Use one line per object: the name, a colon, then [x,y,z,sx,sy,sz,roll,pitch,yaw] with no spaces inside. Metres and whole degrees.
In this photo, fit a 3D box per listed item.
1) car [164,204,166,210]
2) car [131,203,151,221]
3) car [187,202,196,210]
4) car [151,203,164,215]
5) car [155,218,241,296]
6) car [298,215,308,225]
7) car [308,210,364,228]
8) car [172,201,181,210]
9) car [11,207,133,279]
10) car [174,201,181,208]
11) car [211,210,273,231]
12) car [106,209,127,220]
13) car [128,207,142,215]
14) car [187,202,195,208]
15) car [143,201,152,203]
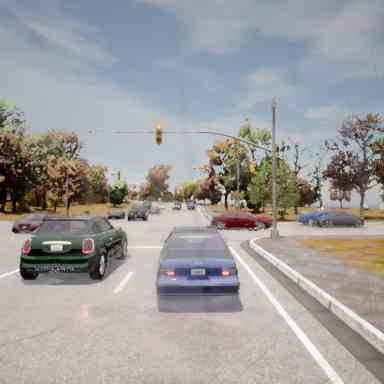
car: [-7.164,3.476,78.600,1.812,1.442,4.674,0,0,0]
car: [-7.064,2.744,43.625,2.150,2.045,5.566,0,-2,-2]
car: [-0.162,3.479,77.833,1.812,1.442,4.674,0,0,0]
car: [-7.182,3.473,63.475,2.128,1.511,4.902,0,0,0]
car: [0.073,1.647,8.955,2.033,1.411,5.357,0,-1,-1]
car: [13.179,2.531,33.186,5.008,1.535,1.882,0,-3,-1]
car: [13.013,2.455,29.691,4.181,1.385,1.994,0,-3,-2]
car: [-3.662,3.551,77.891,1.895,1.301,4.718,0,0,0]
car: [-3.438,1.488,10.572,2.097,1.767,4.553,0,-1,0]
car: [-3.776,3.263,87.923,1.837,1.490,4.892,0,0,-4]
car: [3.926,2.211,26.271,5.008,1.535,1.882,-1,-2,18]
car: [-10.731,3.215,47.662,2.033,1.411,5.357,0,-2,-3]
car: [-10.683,3.577,62.925,1.895,1.301,4.718,0,0,0]
car: [-0.278,3.319,88.016,1.994,1.385,4.181,0,0,-4]
car: [-10.664,3.178,78.545,2.150,2.045,5.566,0,0,0]
